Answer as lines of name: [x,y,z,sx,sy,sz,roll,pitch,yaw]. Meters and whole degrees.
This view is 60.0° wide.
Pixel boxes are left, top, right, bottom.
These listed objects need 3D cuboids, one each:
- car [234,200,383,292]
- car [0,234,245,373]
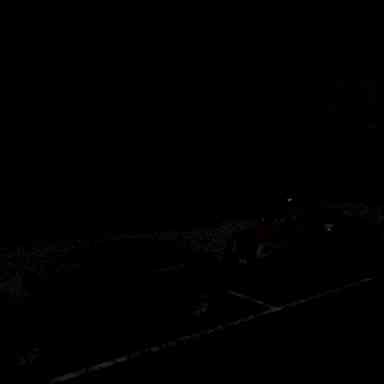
car: [3.193,1.226,8.901,5.009,1.841,2.192,-1,1,-35]
car: [-1.401,1.541,5.640,4.313,1.339,1.947,-1,1,-35]
